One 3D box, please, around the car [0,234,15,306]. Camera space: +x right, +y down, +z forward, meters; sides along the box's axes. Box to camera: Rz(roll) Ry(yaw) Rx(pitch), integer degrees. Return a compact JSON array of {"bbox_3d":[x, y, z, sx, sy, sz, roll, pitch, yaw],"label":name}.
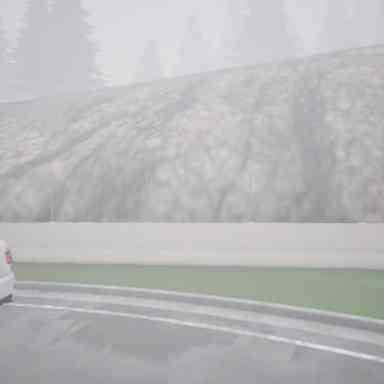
[{"bbox_3d":[-5.797,1.280,5.316,5.566,2.045,2.150,0,-1,6],"label":"car"}]
